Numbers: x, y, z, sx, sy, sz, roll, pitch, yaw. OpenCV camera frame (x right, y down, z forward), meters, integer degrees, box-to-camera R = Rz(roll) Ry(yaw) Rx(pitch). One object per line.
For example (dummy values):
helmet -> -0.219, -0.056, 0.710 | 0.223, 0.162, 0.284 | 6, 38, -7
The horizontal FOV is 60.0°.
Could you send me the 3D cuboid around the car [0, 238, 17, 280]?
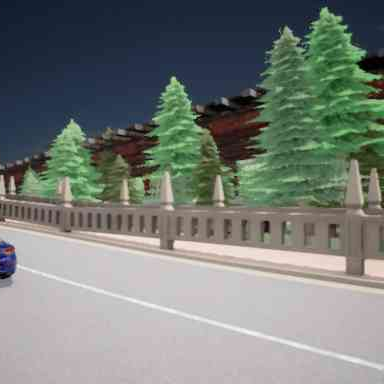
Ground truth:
car -> -6.236, 1.431, 8.461 | 4.674, 1.442, 1.812 | 2, 1, 36
